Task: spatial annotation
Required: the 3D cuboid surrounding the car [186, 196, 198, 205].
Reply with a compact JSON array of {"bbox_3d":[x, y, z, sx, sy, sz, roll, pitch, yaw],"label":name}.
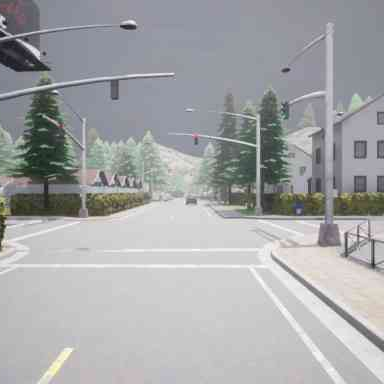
[{"bbox_3d":[-0.081,1.505,59.182,1.837,1.490,4.892,0,0,0],"label":"car"}]
